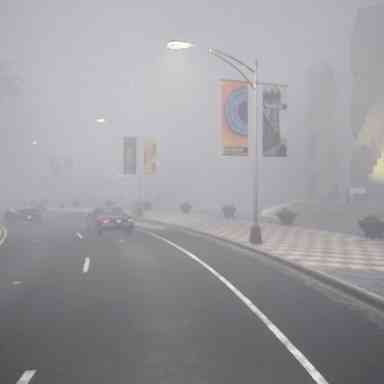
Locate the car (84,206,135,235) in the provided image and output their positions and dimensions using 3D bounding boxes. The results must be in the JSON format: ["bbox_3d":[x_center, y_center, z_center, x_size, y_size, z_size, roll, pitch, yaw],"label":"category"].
[{"bbox_3d":[-4.821,1.517,18.892,2.033,1.411,5.357,0,0,-27],"label":"car"}]

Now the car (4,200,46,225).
[{"bbox_3d":[-12.103,1.490,23.776,1.812,1.442,4.674,0,0,-37],"label":"car"}]

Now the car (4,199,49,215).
[{"bbox_3d":[-16.797,1.496,33.662,5.357,1.411,2.033,0,0,39],"label":"car"}]
